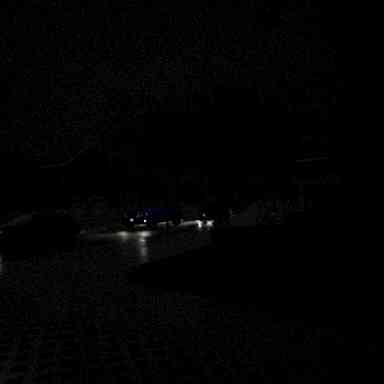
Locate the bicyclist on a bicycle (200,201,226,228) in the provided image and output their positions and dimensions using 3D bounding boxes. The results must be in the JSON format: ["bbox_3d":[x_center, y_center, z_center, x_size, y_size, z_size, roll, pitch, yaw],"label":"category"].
[{"bbox_3d":[1.174,1.317,19.237,1.656,1.620,0.582,-3,-2,28],"label":"bicyclist on a bicycle"}]

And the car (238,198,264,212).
[{"bbox_3d":[8.027,1.833,43.918,2.150,2.045,5.566,-3,-2,32],"label":"car"}]

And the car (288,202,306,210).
[{"bbox_3d":[17.488,2.312,55.274,1.895,1.301,4.718,-3,-2,29],"label":"car"}]

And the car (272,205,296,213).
[{"bbox_3d":[12.605,2.028,46.306,1.882,1.535,5.008,-3,-2,29],"label":"car"}]

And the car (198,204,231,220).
[{"bbox_3d":[2.296,1.939,33.507,2.128,1.511,4.902,-3,-2,29],"label":"car"}]

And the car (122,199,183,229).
[{"bbox_3d":[-2.697,1.532,24.379,2.150,2.045,5.566,-3,-2,28],"label":"car"}]

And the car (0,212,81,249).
[{"bbox_3d":[-7.449,1.709,15.739,1.812,1.442,4.674,-3,-2,31],"label":"car"}]
